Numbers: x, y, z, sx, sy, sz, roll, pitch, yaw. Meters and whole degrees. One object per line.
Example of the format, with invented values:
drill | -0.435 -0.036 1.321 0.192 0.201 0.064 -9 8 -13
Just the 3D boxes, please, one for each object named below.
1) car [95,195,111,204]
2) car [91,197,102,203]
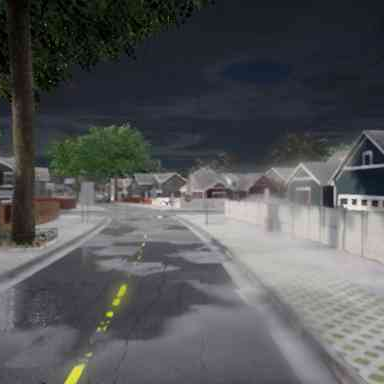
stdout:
car | -21.099 1.849 79.975 2.150 2.045 5.566 0 0 -26
car | -25.669 2.079 89.263 2.128 1.511 4.902 0 0 -25
